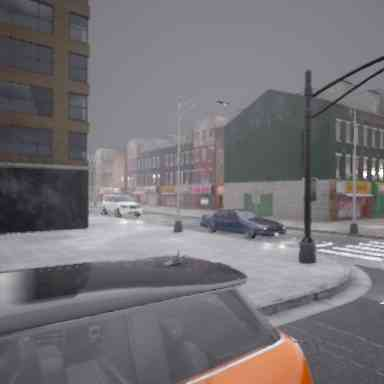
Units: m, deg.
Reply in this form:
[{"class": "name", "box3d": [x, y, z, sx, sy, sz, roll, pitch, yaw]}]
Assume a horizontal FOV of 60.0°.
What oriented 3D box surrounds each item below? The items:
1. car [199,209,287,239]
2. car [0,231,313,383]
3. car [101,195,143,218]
[{"class": "car", "box3d": [2.600, 1.668, 18.430, 2.033, 1.411, 5.357, 1, 0, -36]}, {"class": "car", "box3d": [-1.283, 1.352, 2.030, 4.553, 1.767, 2.097, 1, -1, -35]}, {"class": "car", "box3d": [-6.737, 1.291, 31.444, 2.150, 2.045, 5.566, 1, 0, -36]}]
